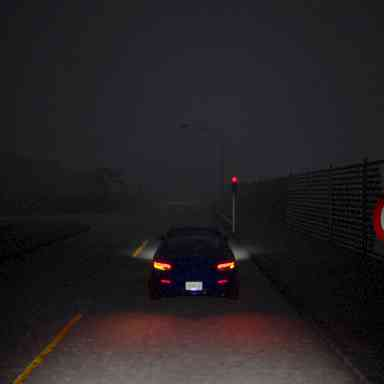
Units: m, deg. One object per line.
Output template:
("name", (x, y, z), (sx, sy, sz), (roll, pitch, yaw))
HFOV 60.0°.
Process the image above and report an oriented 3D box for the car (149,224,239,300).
("car", (0.055, 1.526, 8.290), (1.812, 1.442, 4.674), (0, 0, 1))
